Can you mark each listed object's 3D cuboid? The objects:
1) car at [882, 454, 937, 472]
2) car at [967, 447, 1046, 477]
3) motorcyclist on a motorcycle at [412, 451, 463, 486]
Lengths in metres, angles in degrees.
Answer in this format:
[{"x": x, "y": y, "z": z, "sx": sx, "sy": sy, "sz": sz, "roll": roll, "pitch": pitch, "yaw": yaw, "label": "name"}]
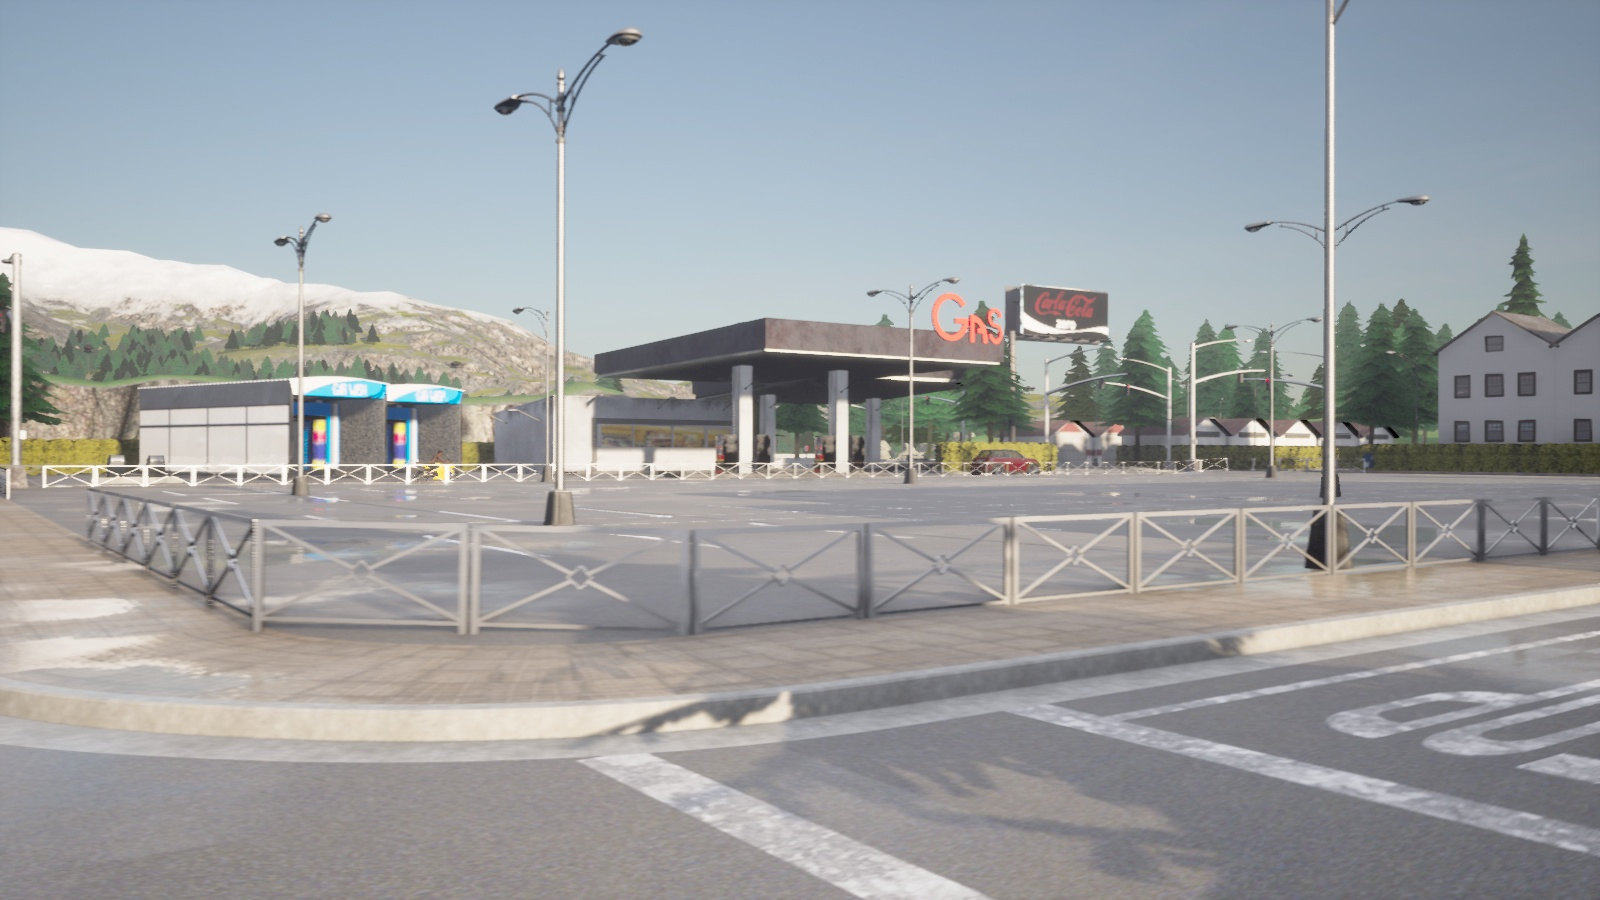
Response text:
[{"x": 8.083, "y": 0.959, "z": 92.515, "sx": 1.895, "sy": 1.301, "sz": 4.718, "roll": 0, "pitch": 0, "yaw": 36, "label": "car"}, {"x": 12.636, "y": 0.692, "z": 76.657, "sx": 4.553, "sy": 1.767, "sz": 2.097, "roll": 0, "pitch": 0, "yaw": -35, "label": "car"}, {"x": -16.365, "y": 0.829, "z": 56.707, "sx": 2.044, "sy": 1.523, "sz": 0.797, "roll": 0, "pitch": 0, "yaw": -35, "label": "motorcyclist on a motorcycle"}]
